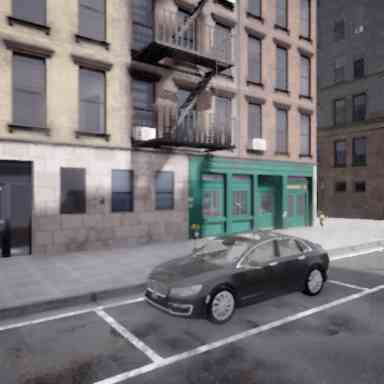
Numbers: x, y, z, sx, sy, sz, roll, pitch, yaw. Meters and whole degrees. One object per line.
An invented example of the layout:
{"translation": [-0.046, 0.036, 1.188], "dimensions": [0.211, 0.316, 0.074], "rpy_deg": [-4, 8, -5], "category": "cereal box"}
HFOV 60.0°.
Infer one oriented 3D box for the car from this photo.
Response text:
{"translation": [1.138, 1.543, 7.002], "dimensions": [4.403, 1.369, 2.008], "rpy_deg": [0, 0, -36], "category": "car"}
